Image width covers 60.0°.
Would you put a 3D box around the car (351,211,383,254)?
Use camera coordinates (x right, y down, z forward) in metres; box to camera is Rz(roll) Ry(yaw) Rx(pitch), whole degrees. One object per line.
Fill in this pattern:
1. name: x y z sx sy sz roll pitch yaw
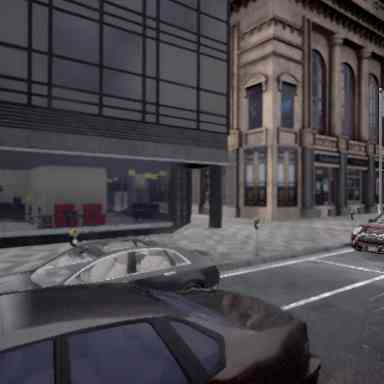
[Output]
1. car: 7.661 1.373 12.230 4.097 1.590 1.967 0 1 -36

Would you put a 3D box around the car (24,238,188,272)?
1. car: -1.494 1.541 5.693 4.403 1.369 2.008 0 1 -36

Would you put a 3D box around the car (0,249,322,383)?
1. car: -1.278 1.546 2.457 5.357 1.411 2.033 0 0 -35
